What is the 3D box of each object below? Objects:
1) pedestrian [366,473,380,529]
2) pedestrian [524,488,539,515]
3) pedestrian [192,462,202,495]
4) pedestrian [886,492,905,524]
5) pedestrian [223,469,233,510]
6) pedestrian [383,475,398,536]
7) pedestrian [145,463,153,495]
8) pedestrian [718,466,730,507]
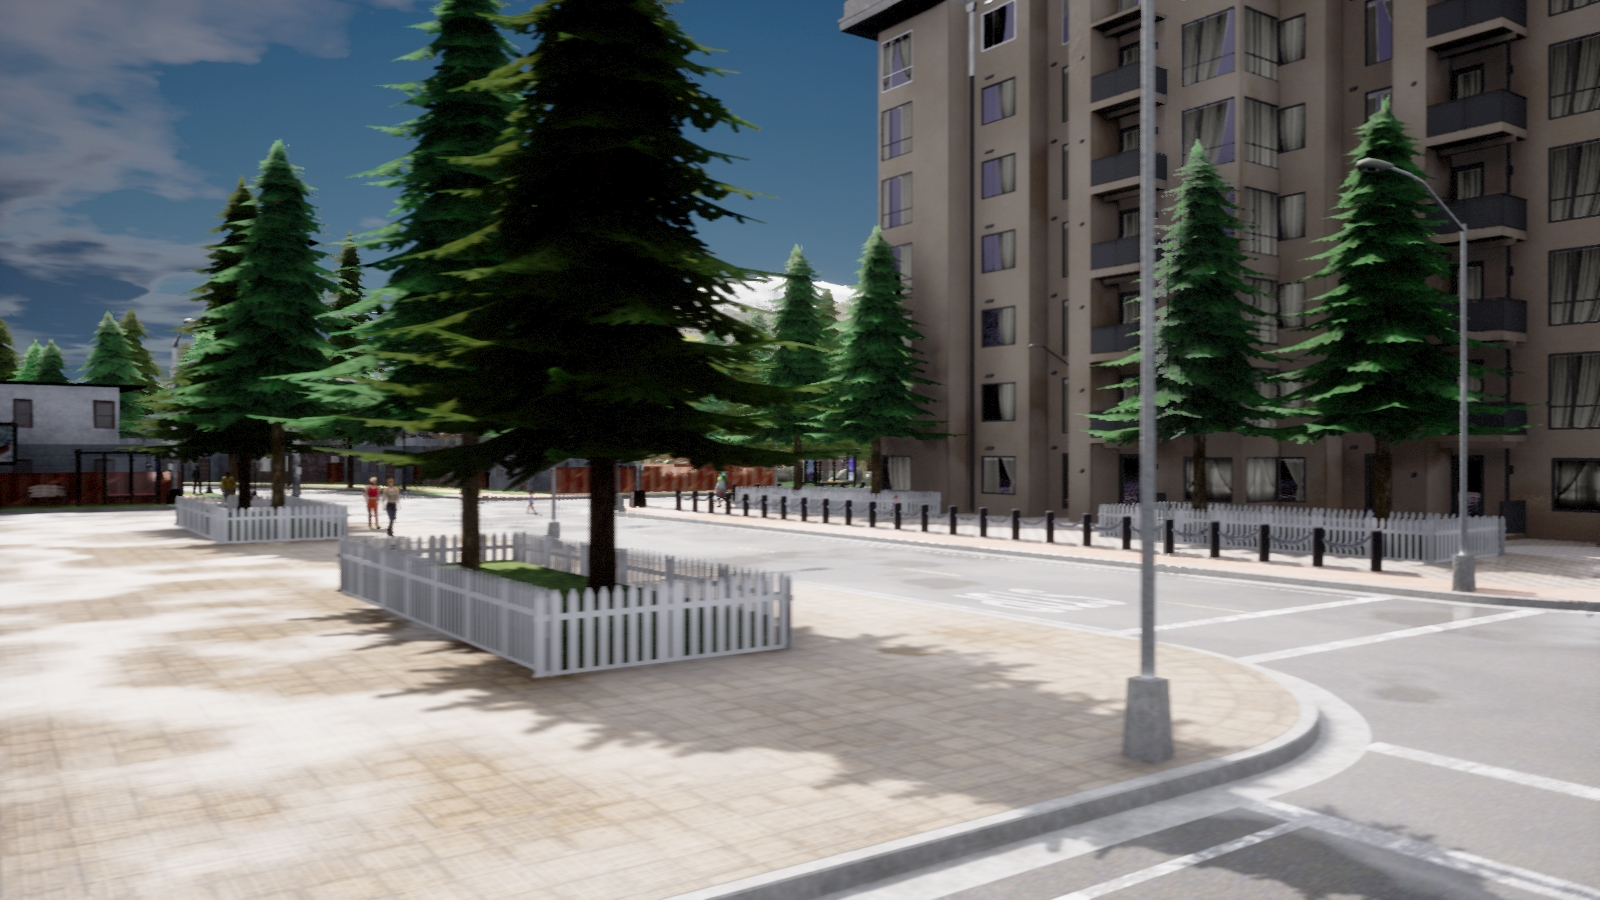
[{"bbox_3d":[-14.157,1.688,37.891,0.375,1.860,0.375,0,0,-34],"label":"pedestrian"},{"bbox_3d":[-11.596,2.221,49.367,0.500,1.100,0.500,0,0,-34],"label":"pedestrian"},{"bbox_3d":[-35.118,1.659,66.563,0.375,1.860,0.375,0,0,37],"label":"pedestrian"},{"bbox_3d":[3.393,2.062,40.639,0.500,1.100,0.500,0,0,-32],"label":"pedestrian"},{"bbox_3d":[-26.560,1.828,53.062,0.375,1.860,0.375,0,0,-34],"label":"pedestrian"},{"bbox_3d":[-12.536,1.687,34.963,0.375,1.860,0.375,0,0,-32],"label":"pedestrian"},{"bbox_3d":[-37.644,1.658,66.053,0.375,1.860,0.375,0,0,-33],"label":"pedestrian"},{"bbox_3d":[-3.499,1.681,52.428,0.375,1.860,0.375,0,0,-44],"label":"pedestrian"}]
